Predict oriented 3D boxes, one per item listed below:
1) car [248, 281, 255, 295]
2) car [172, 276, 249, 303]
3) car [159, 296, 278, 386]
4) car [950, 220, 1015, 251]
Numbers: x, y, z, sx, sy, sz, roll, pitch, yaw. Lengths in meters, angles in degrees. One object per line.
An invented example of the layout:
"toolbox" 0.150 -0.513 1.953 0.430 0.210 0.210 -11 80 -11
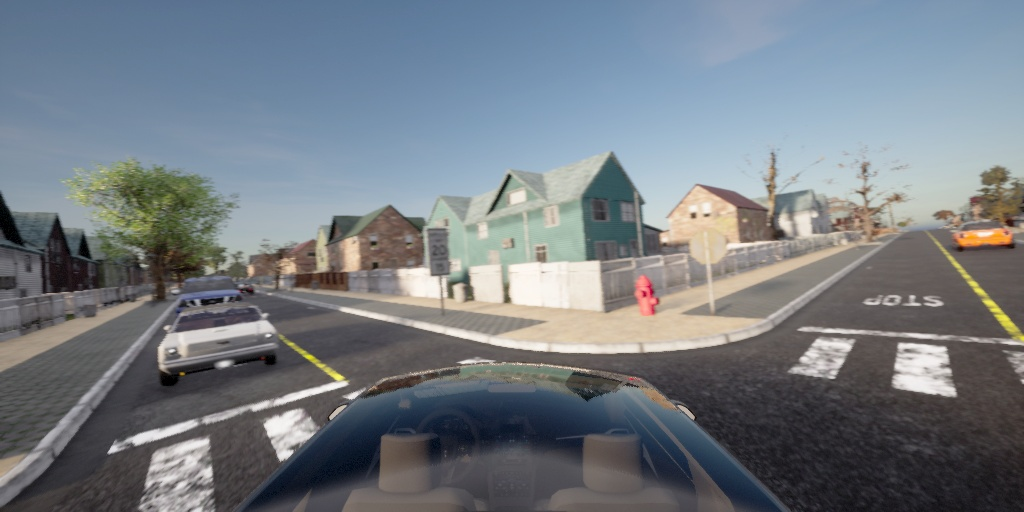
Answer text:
"car" -27.849 3.304 36.922 1.837 1.490 4.892 -4 0 -41
"car" -13.796 1.974 16.397 2.150 2.045 5.566 -4 0 -41
"car" -6.920 1.853 8.543 1.895 1.301 4.718 -4 0 -40
"car" 28.761 -1.344 22.069 4.553 1.767 2.097 -5 -1 -41
